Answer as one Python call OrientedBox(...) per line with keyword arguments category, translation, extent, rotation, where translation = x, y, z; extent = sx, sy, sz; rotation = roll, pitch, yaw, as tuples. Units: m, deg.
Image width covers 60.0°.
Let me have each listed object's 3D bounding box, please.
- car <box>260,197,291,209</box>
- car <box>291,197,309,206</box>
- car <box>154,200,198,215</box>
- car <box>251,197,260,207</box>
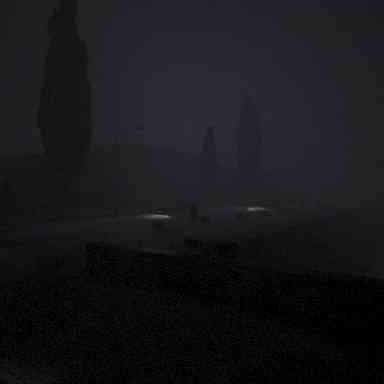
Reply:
OrientedBox(category="car", translation=(11.473, 1.492, 45.358), extent=(1.837, 1.490, 4.892), rotation=(0, 0, 36))
OrientedBox(category="car", translation=(17.457, 1.479, 53.832), extent=(2.128, 1.511, 4.902), rotation=(0, 0, 35))
OrientedBox(category="car", translation=(-1.538, 1.530, 34.242), extent=(2.033, 1.411, 5.357), rotation=(0, 0, 35))
OrientedBox(category="car", translation=(10.939, 1.462, 51.591), extent=(1.882, 1.535, 5.008), rotation=(0, 0, 36))
